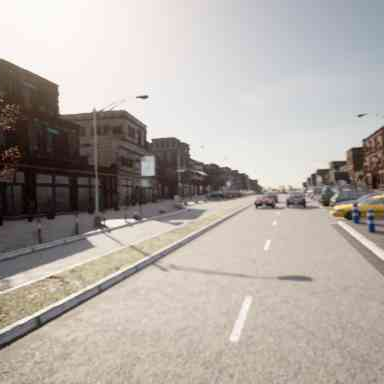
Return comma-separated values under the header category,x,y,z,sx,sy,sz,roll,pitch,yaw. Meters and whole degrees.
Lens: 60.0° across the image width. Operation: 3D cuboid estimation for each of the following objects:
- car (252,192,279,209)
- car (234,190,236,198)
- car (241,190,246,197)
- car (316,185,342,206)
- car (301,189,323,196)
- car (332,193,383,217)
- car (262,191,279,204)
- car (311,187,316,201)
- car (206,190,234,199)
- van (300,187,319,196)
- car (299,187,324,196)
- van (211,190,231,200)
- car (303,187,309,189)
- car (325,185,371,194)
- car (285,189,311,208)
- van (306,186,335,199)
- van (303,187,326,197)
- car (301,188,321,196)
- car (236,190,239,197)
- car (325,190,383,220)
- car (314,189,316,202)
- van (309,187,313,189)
category,x,y,z,sx,sy,sz,roll,pitch,yaw
car,7.607,0.978,34.422,1.895,1.301,4.718,-2,0,17
car,7.554,0.945,80.741,4.792,1.488,2.163,-2,0,16
car,11.456,0.521,94.067,5.566,2.045,2.435,-2,0,16
car,13.457,0.430,27.307,5.566,2.045,2.435,-2,1,16
car,27.981,0.196,77.638,4.792,1.488,2.163,-2,0,16
car,11.914,0.837,22.024,4.674,1.452,2.002,-2,1,16
car,10.828,0.720,45.695,1.837,1.490,4.892,-2,1,17
car,16.509,0.499,37.904,4.892,1.521,2.231,-2,0,16
car,5.883,0.711,75.306,5.566,2.045,2.435,-2,0,16
van,30.189,-0.140,85.610,4.442,1.987,1.878,-2,0,16
car,28.739,-0.112,80.287,5.566,2.045,2.435,-2,0,16
van,6.809,0.711,77.928,4.442,1.987,1.878,-2,0,16
car,20.299,0.098,51.153,5.566,2.045,2.435,-2,0,16
car,12.639,0.613,24.679,4.553,1.767,2.185,-2,1,16
car,10.465,0.764,33.531,2.128,1.511,4.902,-2,0,17
van,21.749,0.092,56.471,4.442,1.987,1.878,-2,0,16
van,26.577,-0.018,72.297,4.442,1.987,1.878,-2,0,16
car,29.568,-0.015,82.920,4.553,1.767,2.185,-2,0,16
car,8.240,0.642,83.302,5.566,2.045,2.435,-2,0,16
car,10.965,0.862,19.428,5.366,1.575,1.946,-2,1,16
car,14.966,0.583,32.613,5.008,1.535,2.097,-2,0,16
van,18.870,0.169,45.698,4.442,1.987,1.878,-2,0,16
